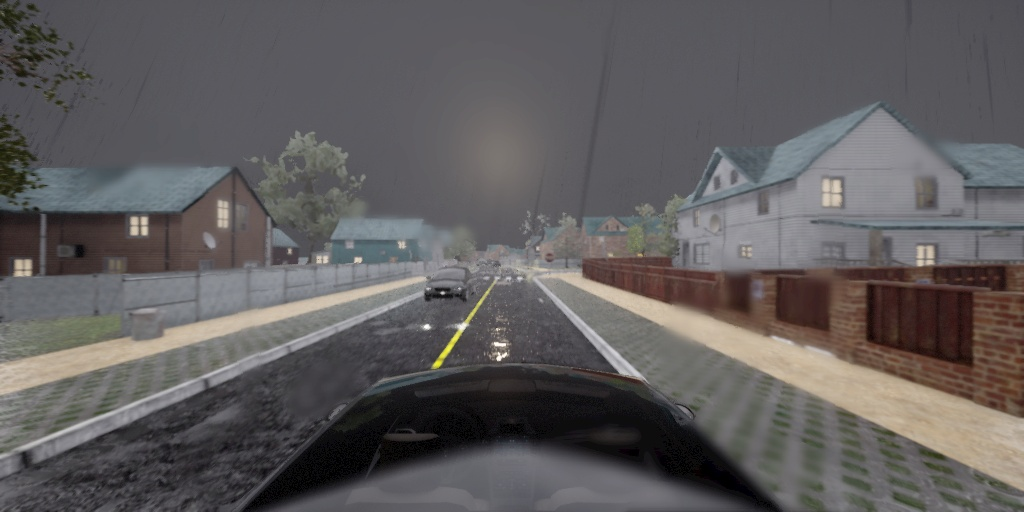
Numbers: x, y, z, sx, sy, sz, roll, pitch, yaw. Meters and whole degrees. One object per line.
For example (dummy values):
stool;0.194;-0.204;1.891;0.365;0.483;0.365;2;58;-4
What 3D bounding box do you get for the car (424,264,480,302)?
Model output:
car;-2.833;1.274;17.105;1.837;1.490;4.892;0;0;0
